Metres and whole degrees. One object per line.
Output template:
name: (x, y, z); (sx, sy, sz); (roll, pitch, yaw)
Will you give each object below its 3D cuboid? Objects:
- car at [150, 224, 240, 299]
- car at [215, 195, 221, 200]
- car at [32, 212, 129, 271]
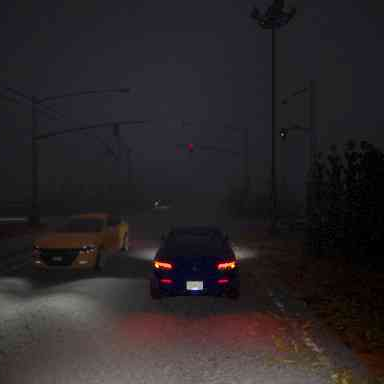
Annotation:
car: (0.073, 1.526, 8.313); (1.812, 1.442, 4.674); (0, 0, 1)
car: (6.359, 1.408, 78.842); (1.895, 1.301, 4.718); (0, -1, 7)
car: (-3.445, 1.477, 11.184); (1.882, 1.535, 5.008); (0, 0, 2)
